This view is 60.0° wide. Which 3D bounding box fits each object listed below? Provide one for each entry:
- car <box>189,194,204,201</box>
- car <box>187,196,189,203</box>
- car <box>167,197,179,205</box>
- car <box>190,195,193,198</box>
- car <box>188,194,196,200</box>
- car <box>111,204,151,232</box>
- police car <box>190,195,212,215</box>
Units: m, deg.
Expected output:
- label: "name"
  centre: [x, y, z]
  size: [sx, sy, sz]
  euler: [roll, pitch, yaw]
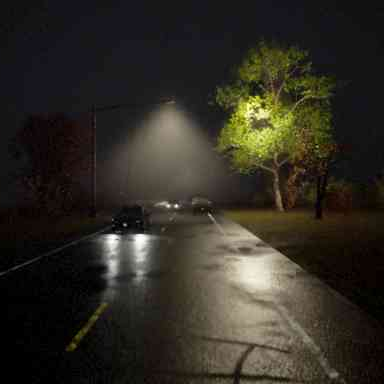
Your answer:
- label: "car"
  centre: [1.050, 1.269, 51.128]
  size: [2.150, 2.045, 5.566]
  euler: [0, 0, 0]
- label: "car"
  centre: [0.001, 1.422, 69.102]
  size: [1.837, 1.490, 4.892]
  euler: [0, 0, 0]
- label: "car"
  centre: [-3.522, 1.653, 61.981]
  size: [1.895, 1.301, 4.718]
  euler: [0, 0, 1]
- label: "car"
  centre: [1.050, 1.518, 45.096]
  size: [1.882, 1.535, 5.008]
  euler: [0, 0, 0]
- label: "car"
  centre: [0.001, 1.362, 86.198]
  size: [1.882, 1.535, 5.008]
  euler: [0, 0, 0]
- label: "car"
  centre: [-3.598, 1.524, 20.310]
  size: [1.837, 1.490, 4.892]
  euler: [0, 0, 0]
- label: "police car"
  centre: [1.051, 1.457, 35.205]
  size: [1.930, 1.638, 5.238]
  euler: [0, 0, 0]
